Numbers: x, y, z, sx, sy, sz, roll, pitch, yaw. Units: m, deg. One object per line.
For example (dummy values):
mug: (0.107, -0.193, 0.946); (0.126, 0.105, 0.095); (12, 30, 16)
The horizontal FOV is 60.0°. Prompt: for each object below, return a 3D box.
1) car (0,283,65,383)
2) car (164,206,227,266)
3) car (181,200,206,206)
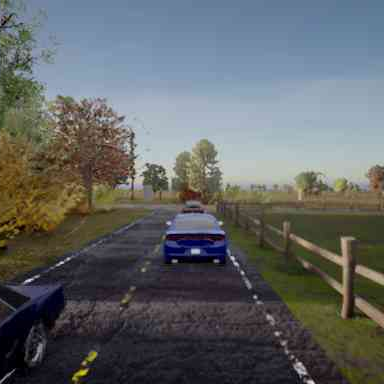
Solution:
car: (-2.851, 1.600, 2.815); (1.895, 1.301, 4.718); (0, 0, 0)
car: (0.099, 1.476, 11.641); (1.882, 1.535, 5.008); (0, 0, 0)
car: (0.099, 1.501, 28.921); (1.837, 1.490, 4.892); (0, 0, 0)
